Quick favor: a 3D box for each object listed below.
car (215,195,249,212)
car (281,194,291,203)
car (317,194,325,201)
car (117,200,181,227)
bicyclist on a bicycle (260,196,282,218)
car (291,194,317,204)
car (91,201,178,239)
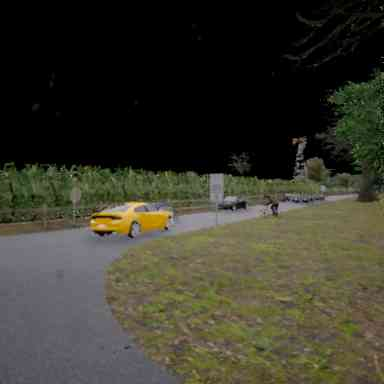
[{"bbox_3d":[4.005,1.096,32.961,1.882,1.535,5.008,-1,1,31],"label":"car"},{"bbox_3d":[15.430,0.940,51.876,2.033,1.411,5.357,-1,0,31],"label":"car"},{"bbox_3d":[21.064,0.901,55.924,1.895,1.301,4.718,-1,0,31],"label":"car"},{"bbox_3d":[-2.695,1.317,21.771,1.994,1.385,4.181,-1,0,31],"label":"car"},{"bbox_3d":[5.748,1.096,24.221,1.656,1.620,0.582,0,1,31],"label":"bicyclist on a bicycle"},{"bbox_3d":[16.017,0.996,47.382,1.895,1.301,4.718,-1,0,31],"label":"car"},{"bbox_3d":[-2.672,1.249,16.136,1.882,1.535,5.008,-2,0,27],"label":"car"}]
